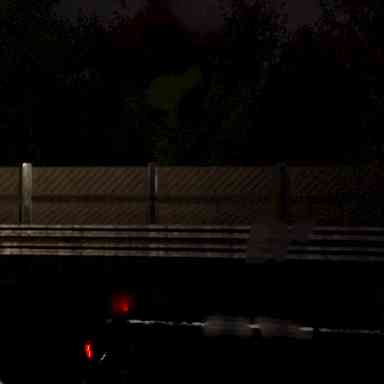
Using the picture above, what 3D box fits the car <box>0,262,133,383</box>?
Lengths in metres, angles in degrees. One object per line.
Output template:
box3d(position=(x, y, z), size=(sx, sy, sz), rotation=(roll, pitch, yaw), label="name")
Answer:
box3d(position=(-3.253, 1.599, 4.075), size=(4.718, 1.301, 1.895), rotation=(0, 0, 4), label="car")
